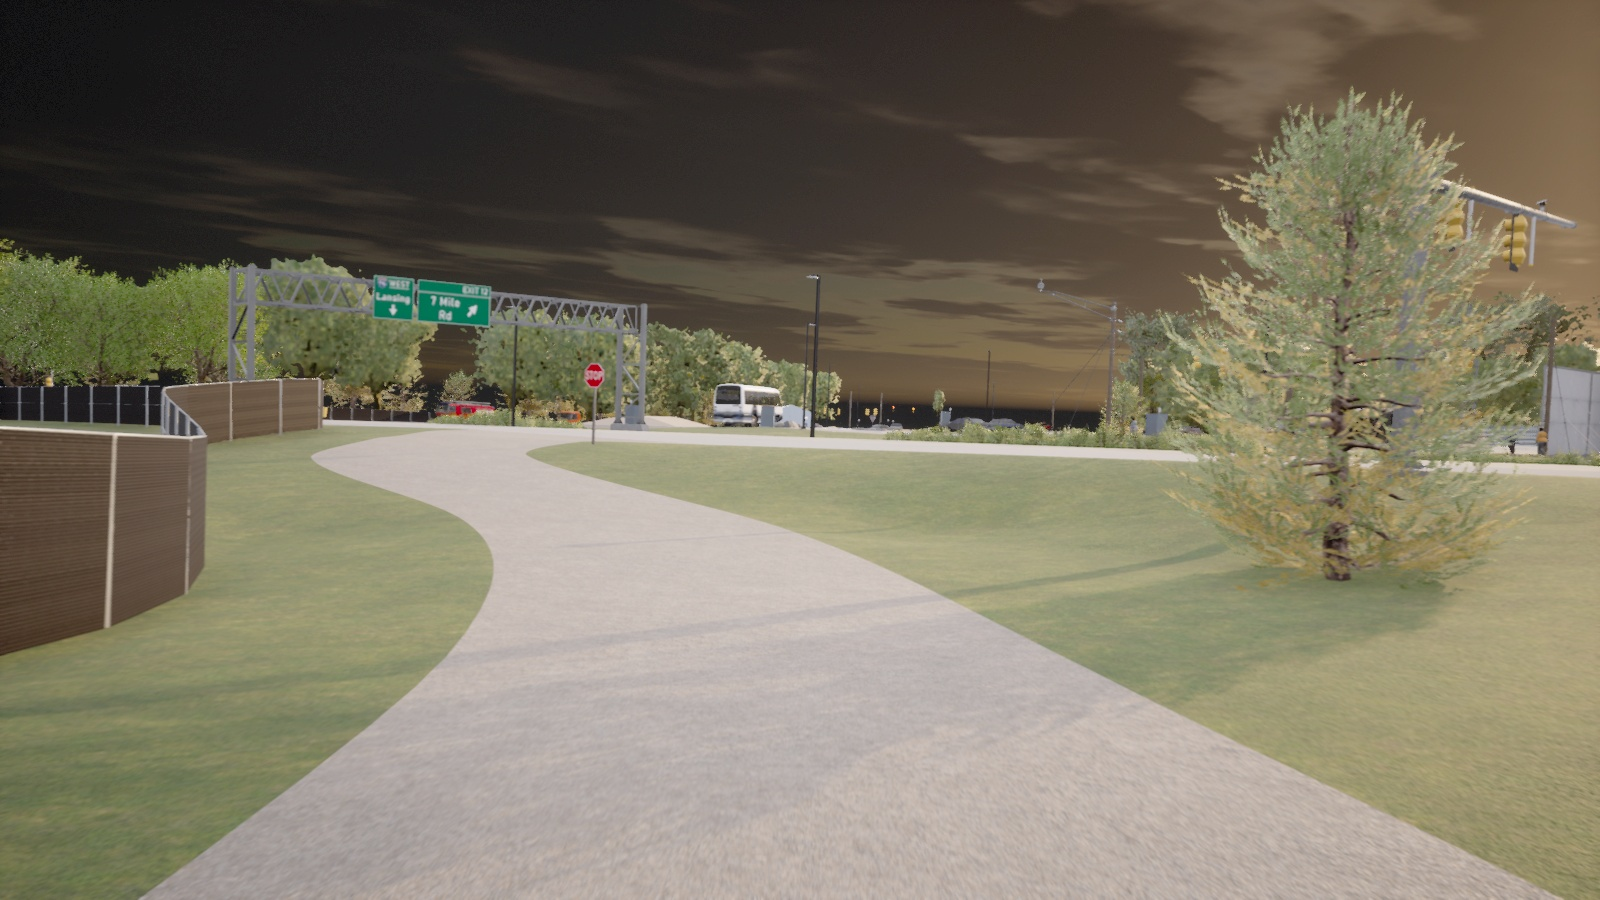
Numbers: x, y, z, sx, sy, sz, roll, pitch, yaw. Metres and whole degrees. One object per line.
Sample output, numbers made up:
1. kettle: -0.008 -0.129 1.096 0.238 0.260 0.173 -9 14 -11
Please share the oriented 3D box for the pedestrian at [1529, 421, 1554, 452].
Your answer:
1. pedestrian: 45.508 -0.858 77.076 0.874 1.855 0.900 1 2 -12
